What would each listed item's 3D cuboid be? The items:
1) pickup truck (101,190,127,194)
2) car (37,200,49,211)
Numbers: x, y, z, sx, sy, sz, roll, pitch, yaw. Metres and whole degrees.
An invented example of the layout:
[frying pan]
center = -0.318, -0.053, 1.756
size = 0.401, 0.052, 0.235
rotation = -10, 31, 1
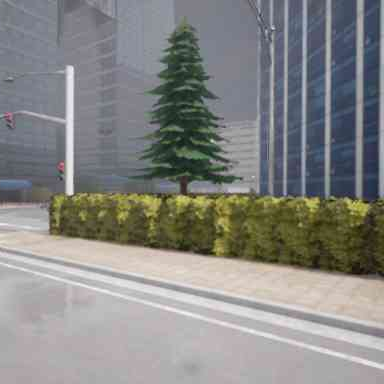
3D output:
[pickup truck]
center = -13.729, 0.730, 60.320
size = 6.274, 2.098, 2.390
rotation = 0, 0, -25
[car]
center = -14.434, 1.256, 36.581
size = 2.128, 1.511, 4.902
rotation = 1, 0, 35
